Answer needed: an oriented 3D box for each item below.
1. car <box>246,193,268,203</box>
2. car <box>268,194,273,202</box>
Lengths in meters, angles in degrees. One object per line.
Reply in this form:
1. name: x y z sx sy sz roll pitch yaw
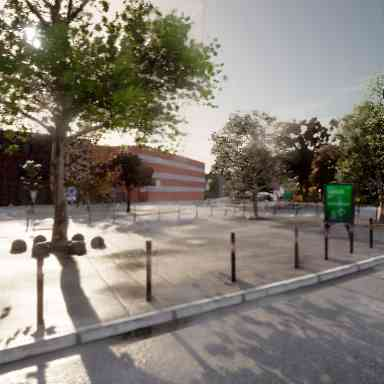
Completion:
1. car: 14.481 1.600 73.876 1.837 1.490 4.892 0 0 -14
2. car: 19.354 1.413 85.745 2.150 2.045 5.566 0 0 17
